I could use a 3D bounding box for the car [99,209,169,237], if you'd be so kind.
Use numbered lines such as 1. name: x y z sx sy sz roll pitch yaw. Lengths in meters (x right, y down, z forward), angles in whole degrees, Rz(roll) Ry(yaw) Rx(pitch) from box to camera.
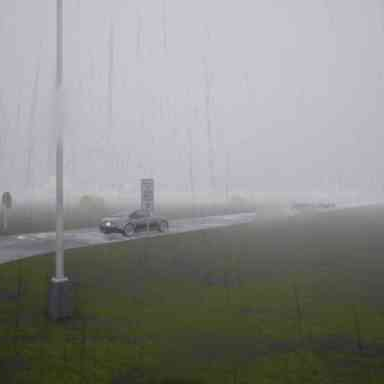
1. car: -3.199 1.670 19.098 1.994 1.385 4.181 0 -1 37

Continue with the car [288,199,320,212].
1. car: 14.544 1.789 42.945 1.882 1.535 5.008 0 -1 37

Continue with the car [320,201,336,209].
1. car: 20.765 1.974 51.409 1.895 1.301 4.718 0 -1 37
